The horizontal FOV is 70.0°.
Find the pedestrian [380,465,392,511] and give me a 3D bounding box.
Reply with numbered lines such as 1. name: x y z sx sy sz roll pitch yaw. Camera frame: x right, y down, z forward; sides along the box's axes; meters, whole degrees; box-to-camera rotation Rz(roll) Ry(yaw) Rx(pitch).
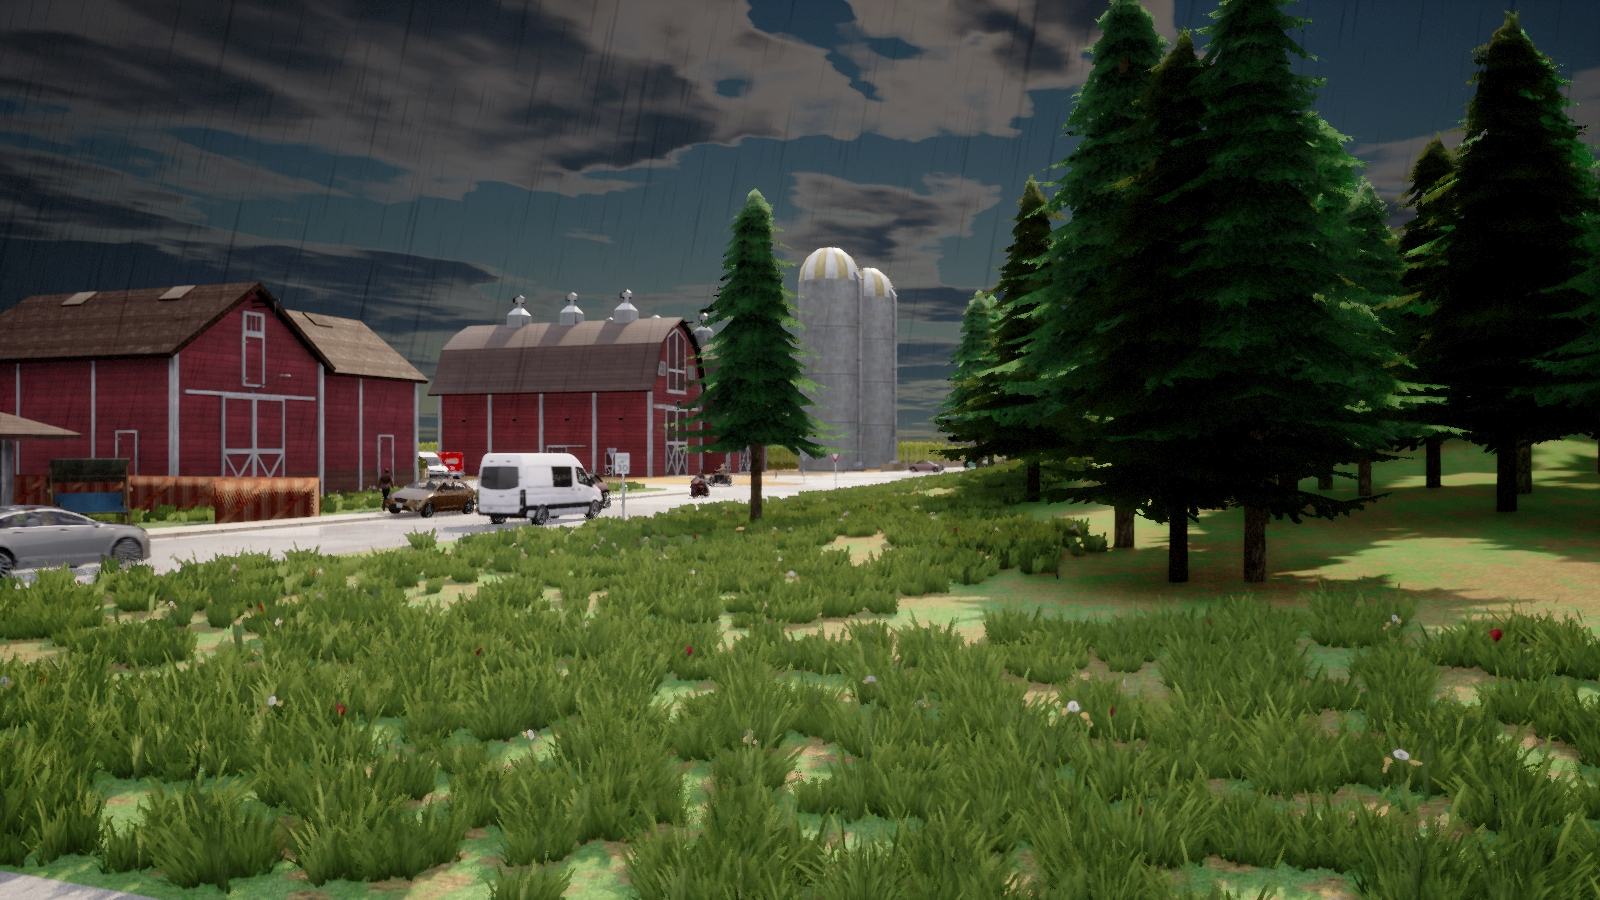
1. pedestrian: -16.911 1.558 46.642 0.375 1.860 0.375 0 0 -5

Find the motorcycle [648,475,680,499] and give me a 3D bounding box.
1. motorcycle: -7.602 2.068 64.110 0.867 1.251 2.209 0 0 20

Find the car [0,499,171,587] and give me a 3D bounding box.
1. car: -16.118 1.910 23.996 2.128 1.511 4.902 0 0 20

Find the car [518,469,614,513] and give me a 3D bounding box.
1. car: -10.246 1.769 50.428 2.097 1.767 4.553 0 0 20

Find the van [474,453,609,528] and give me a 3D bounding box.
1. van: -9.455 1.397 42.374 1.988 2.561 5.915 0 0 20
